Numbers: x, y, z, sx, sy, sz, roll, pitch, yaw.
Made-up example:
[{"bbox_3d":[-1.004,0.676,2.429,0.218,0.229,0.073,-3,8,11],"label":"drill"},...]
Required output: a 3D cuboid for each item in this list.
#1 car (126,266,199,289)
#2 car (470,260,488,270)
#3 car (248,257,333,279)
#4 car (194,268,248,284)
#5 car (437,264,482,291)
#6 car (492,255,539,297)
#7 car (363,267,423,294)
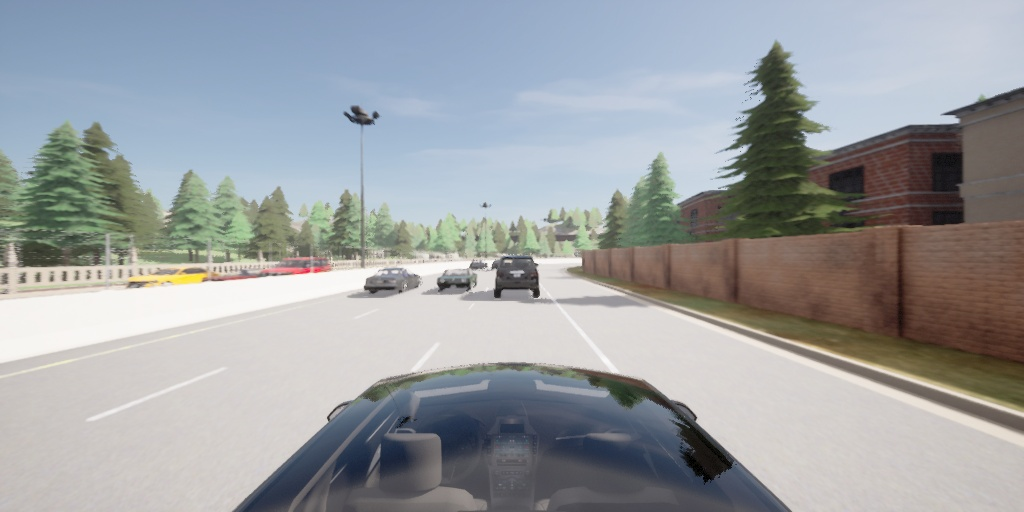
[{"bbox_3d":[-20.821,1.405,22.356,1.882,1.535,5.008,0,0,1],"label":"car"},{"bbox_3d":[-4.875,1.329,53.661,2.128,1.511,4.902,-1,0,11],"label":"car"},{"bbox_3d":[-13.802,1.100,23.245,2.150,2.045,5.566,0,0,1],"label":"car"},{"bbox_3d":[-17.303,1.502,23.154,1.895,1.301,4.718,0,0,1],"label":"car"},{"bbox_3d":[-3.209,1.395,21.985,1.895,1.301,4.718,0,0,1],"label":"car"},{"bbox_3d":[0.261,0.987,19.226,2.150,2.045,5.566,0,0,1],"label":"car"},{"bbox_3d":[-6.722,1.367,20.761,2.033,1.411,5.357,0,0,1],"label":"car"}]
